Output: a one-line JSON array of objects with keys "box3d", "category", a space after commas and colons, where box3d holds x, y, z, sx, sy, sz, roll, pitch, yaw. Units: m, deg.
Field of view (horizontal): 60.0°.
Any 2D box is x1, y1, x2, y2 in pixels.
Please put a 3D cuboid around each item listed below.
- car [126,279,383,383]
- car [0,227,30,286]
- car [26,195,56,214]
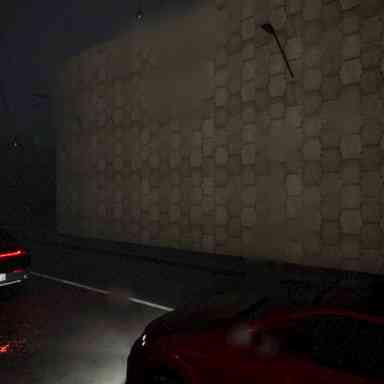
[{"box3d": [1.365, 1.564, 3.018, 4.181, 1.385, 1.994, 0, 0, 36], "category": "car"}, {"box3d": [-5.882, 1.505, 8.193, 4.892, 1.490, 1.837, 0, 0, 36], "category": "car"}, {"box3d": [-12.942, 1.061, 31.062, 2.128, 1.511, 4.902, 0, 5, 35], "category": "car"}]
